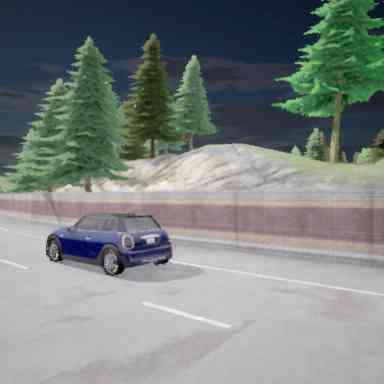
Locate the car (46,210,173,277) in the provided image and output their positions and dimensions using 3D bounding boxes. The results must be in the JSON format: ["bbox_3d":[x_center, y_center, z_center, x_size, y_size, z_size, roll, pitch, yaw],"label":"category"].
[{"bbox_3d":[-2.821,1.430,10.842,4.553,1.767,2.097,-1,0,39],"label":"car"}]
